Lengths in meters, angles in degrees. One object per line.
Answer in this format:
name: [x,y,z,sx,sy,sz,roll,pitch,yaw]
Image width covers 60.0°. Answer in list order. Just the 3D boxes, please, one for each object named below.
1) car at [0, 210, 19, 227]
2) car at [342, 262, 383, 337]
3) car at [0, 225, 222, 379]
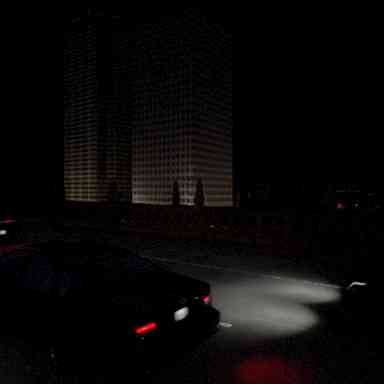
car: [-9.868,1.466,15.256,4.902,1.511,2.128,0,0,35]
car: [4.768,1.528,4.890,4.674,1.442,1.812,0,0,36]
car: [-2.170,1.540,5.540,5.357,1.411,2.033,0,0,35]
